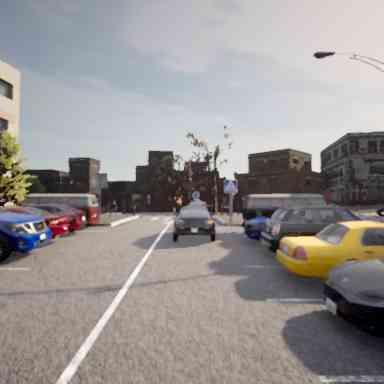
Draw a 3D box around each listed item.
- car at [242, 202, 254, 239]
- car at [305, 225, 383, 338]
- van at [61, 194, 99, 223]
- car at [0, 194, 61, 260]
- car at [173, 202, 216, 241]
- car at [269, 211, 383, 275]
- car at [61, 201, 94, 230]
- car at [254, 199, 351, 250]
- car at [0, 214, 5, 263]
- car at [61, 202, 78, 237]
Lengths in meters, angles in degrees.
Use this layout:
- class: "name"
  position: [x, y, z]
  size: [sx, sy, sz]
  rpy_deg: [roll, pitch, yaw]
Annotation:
- class: "car"
  position: [4.688, 1.327, 13.897]
  size: [5.008, 1.535, 2.097]
  rpy_deg: [0, 0, 0]
- class: "car"
  position: [4.652, 1.447, 5.398]
  size: [4.792, 1.488, 2.163]
  rpy_deg: [0, 1, 0]
- class: "van"
  position: [-7.763, 1.104, 19.200]
  size: [4.442, 1.987, 1.878]
  rpy_deg: [0, 0, 0]
- class: "car"
  position: [-7.619, 1.105, 10.844]
  size: [5.566, 2.045, 2.435]
  rpy_deg: [0, 1, 0]
- class: "car"
  position: [0.099, 1.369, 15.547]
  size: [1.812, 1.442, 4.674]
  rpy_deg: [0, 0, 0]
- class: "car"
  position: [4.867, 1.384, 8.189]
  size: [5.366, 1.575, 1.946]
  rpy_deg: [0, 1, 0]
- class: "car"
  position: [-7.676, 1.348, 16.413]
  size: [4.792, 1.488, 2.163]
  rpy_deg: [0, 0, 0]
- class: "car"
  position: [4.651, 1.228, 11.106]
  size: [4.553, 1.767, 2.185]
  rpy_deg: [0, 0, 0]
- class: "car"
  position: [-7.619, 1.417, 8.053]
  size: [4.792, 1.488, 2.163]
  rpy_deg: [0, 1, 0]
- class: "car"
  position: [-7.646, 1.329, 13.581]
  size: [5.008, 1.535, 2.097]
  rpy_deg: [0, 1, 0]
